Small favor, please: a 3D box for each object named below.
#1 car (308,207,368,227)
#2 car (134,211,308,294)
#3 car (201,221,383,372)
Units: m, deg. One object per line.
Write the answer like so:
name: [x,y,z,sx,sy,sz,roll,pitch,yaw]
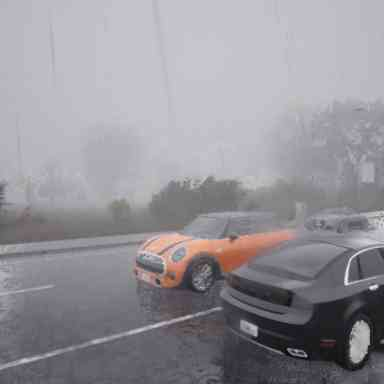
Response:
car: [8.325,1.566,19.039,4.181,1.385,1.994,0,0,-39]
car: [0.762,1.354,8.918,4.553,1.767,2.097,0,0,-36]
car: [2.692,1.506,5.722,4.892,1.490,1.837,0,0,-36]
